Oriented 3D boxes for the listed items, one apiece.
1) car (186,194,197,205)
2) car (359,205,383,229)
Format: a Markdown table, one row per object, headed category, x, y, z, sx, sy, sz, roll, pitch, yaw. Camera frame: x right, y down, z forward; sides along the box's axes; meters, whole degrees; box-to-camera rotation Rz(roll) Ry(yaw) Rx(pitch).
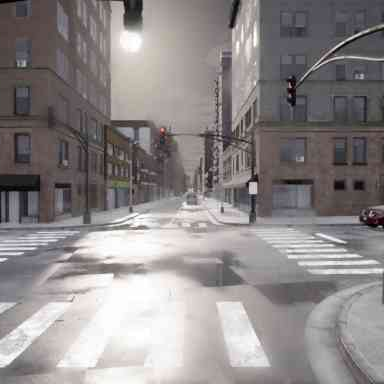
| category | x | y | z | sx | sy | sz | roll | pitch | yaw |
| --- | --- | --- | --- | --- | --- | --- | --- | --- | --- |
| car | -0.017 | 1.594 | 60.021 | 2.033 | 1.411 | 5.357 | 0 | 0 | 0 |
| car | 12.053 | 1.123 | 18.376 | 5.009 | 1.841 | 2.192 | -1 | 1 | 0 |
